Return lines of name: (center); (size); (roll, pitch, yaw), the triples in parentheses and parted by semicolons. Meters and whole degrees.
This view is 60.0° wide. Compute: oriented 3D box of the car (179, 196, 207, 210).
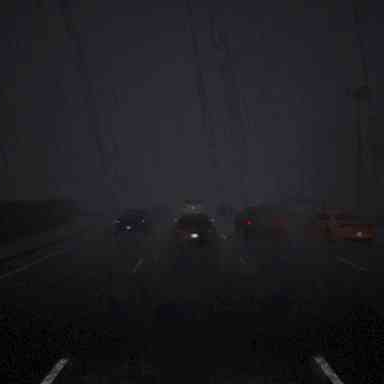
car: (0.101, 1.595, 34.083); (2.150, 2.045, 5.566); (0, -1, 0)

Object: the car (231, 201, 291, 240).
car: (3.600, 1.553, 18.285); (2.097, 1.767, 4.553); (0, -1, 0)

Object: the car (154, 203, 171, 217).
car: (-3.413, 1.920, 35.978); (1.812, 1.442, 4.674); (0, -1, 0)

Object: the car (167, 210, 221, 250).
car: (0.098, 1.732, 15.256); (1.994, 1.385, 4.181); (0, -1, 0)

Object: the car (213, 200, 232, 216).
car: (3.587, 1.920, 36.004); (1.812, 1.442, 4.674); (0, -1, 0)

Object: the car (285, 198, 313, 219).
car: (10.601, 1.595, 34.100); (2.150, 2.045, 5.566); (0, -1, 0)

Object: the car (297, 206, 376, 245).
car: (7.100, 1.660, 16.577); (1.882, 1.535, 5.008); (0, -1, 0)

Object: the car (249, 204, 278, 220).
car: (7.101, 1.967, 33.390); (1.895, 1.301, 4.718); (0, -1, 0)

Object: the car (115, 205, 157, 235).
car: (-3.415, 1.748, 20.184); (1.812, 1.442, 4.674); (0, -1, 0)
